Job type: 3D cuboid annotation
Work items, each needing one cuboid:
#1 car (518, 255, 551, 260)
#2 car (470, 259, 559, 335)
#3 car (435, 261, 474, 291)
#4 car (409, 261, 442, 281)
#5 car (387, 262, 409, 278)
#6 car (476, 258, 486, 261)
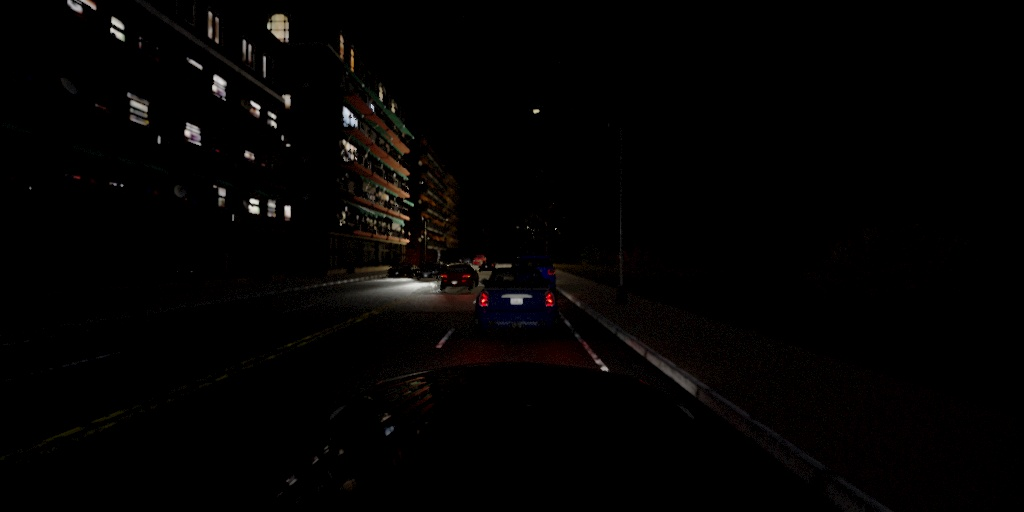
[{"bbox_3d":[1.178,0.953,20.230,2.150,2.045,5.566,0,0,0],"label":"car"},{"bbox_3d":[0.119,1.092,10.658,2.097,1.767,4.553,0,0,0],"label":"car"},{"bbox_3d":[-3.107,1.252,21.672,1.812,1.442,4.674,0,0,0],"label":"car"},{"bbox_3d":[-6.540,1.207,29.661,2.128,1.511,4.902,0,0,0],"label":"car"},{"bbox_3d":[-9.783,1.276,32.504,1.994,1.385,4.181,0,0,0],"label":"car"},{"bbox_3d":[-3.054,1.258,44.898,1.994,1.385,4.181,0,0,0],"label":"car"}]
